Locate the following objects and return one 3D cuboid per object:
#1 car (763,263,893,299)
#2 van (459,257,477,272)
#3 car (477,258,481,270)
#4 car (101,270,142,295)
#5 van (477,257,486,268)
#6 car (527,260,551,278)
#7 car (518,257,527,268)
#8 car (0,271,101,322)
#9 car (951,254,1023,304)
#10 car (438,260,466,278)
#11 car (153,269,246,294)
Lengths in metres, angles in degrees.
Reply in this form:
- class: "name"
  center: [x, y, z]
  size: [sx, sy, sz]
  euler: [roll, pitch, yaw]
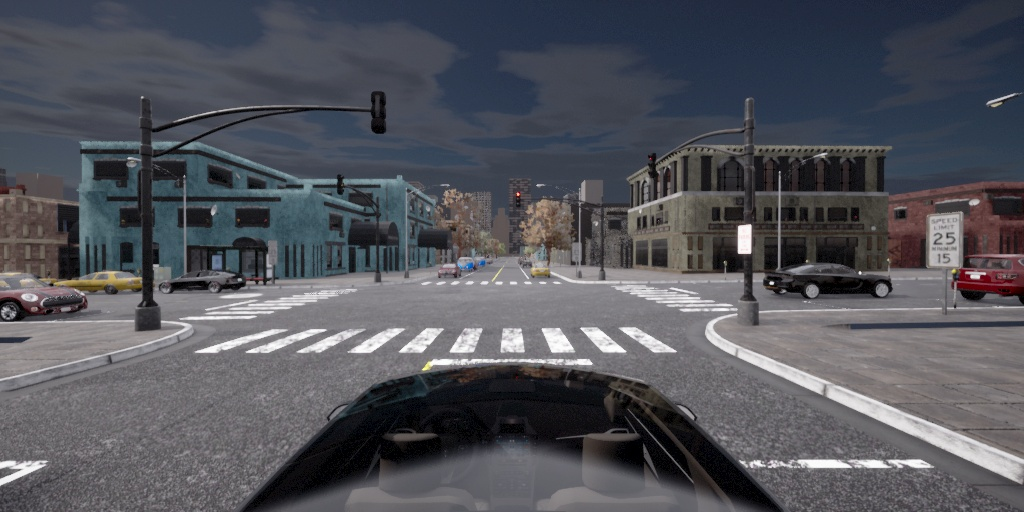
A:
- class: "car"
  center: [14.178, 1.050, 16.204]
  size: [5.008, 1.535, 1.882]
  euler: [-1, 1, -1]
- class: "van"
  center: [-5.770, 1.081, 44.561]
  size: [1.690, 1.789, 3.998]
  euler: [0, 0, 0]
- class: "car"
  center: [-5.782, 1.284, 50.108]
  size: [1.888, 1.381, 4.507]
  euler: [0, 0, 0]
- class: "car"
  center: [-24.050, 1.500, 21.143]
  size: [4.829, 1.417, 1.751]
  euler: [0, 0, -1]
- class: "van"
  center: [-5.803, 1.077, 61.200]
  size: [1.690, 1.789, 3.998]
  euler: [0, 0, 0]
- class: "car"
  center: [2.631, 1.269, 33.655]
  size: [1.751, 1.417, 4.829]
  euler: [0, 0, 0]
- class: "car"
  center: [2.578, 1.286, 61.217]
  size: [2.007, 1.370, 4.403]
  euler: [0, 0, 0]
- class: "car"
  center: [-18.091, 1.422, 12.912]
  size: [4.097, 1.591, 1.967]
  euler: [0, 0, -1]
- class: "car"
  center: [19.925, 0.842, 13.634]
  size: [5.009, 1.841, 2.192]
  euler: [0, 0, -1]
- class: "car"
  center: [-5.748, 1.325, 33.469]
  size: [1.802, 1.307, 4.207]
  euler: [0, 0, 0]
- class: "car"
  center: [-18.227, 1.473, 21.258]
  size: [4.313, 1.339, 1.948]
  euler: [0, 0, -1]
